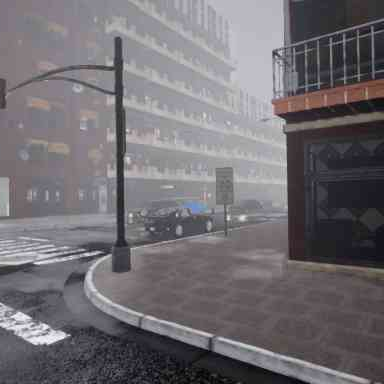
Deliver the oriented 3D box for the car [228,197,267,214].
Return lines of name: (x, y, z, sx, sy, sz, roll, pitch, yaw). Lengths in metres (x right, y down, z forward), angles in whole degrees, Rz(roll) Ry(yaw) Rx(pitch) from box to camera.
car: (5.596, 1.435, 34.658, 1.882, 1.535, 5.008, -1, -1, 36)

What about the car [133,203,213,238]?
car: (-0.524, 1.435, 16.821, 2.008, 1.369, 4.403, -1, -1, 36)

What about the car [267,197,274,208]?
car: (9.284, 1.430, 44.053, 1.967, 1.590, 4.097, -1, -1, 36)

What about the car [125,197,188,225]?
car: (-2.641, 1.339, 23.174, 2.097, 1.767, 4.553, -1, -1, 36)

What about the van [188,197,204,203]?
van: (-0.448, 1.365, 30.466, 1.690, 1.788, 3.998, -1, -1, 36)

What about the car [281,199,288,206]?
car: (15.673, 1.495, 52.971, 1.752, 1.417, 4.829, -1, -1, 36)
